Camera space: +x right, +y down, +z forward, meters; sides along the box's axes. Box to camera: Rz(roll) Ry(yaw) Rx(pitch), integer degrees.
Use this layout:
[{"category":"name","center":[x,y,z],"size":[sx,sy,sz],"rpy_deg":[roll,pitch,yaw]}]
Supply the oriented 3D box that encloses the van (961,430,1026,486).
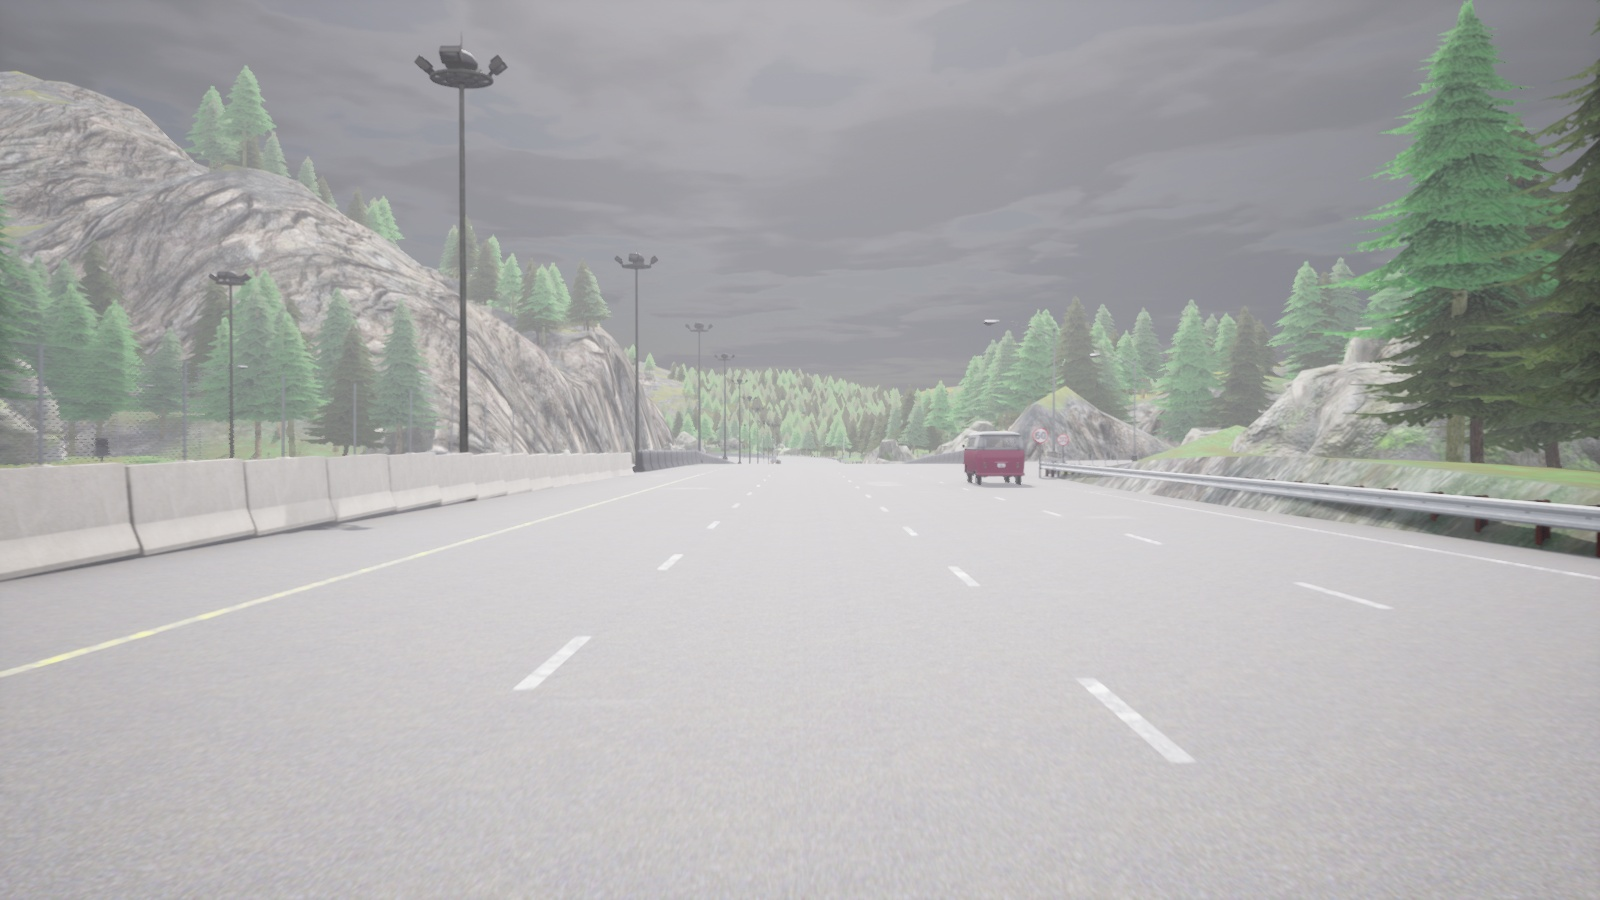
[{"category":"van","center":[7.253,0.285,47.348],"size":[1.775,1.987,4.442],"rpy_deg":[0,0,0]}]
